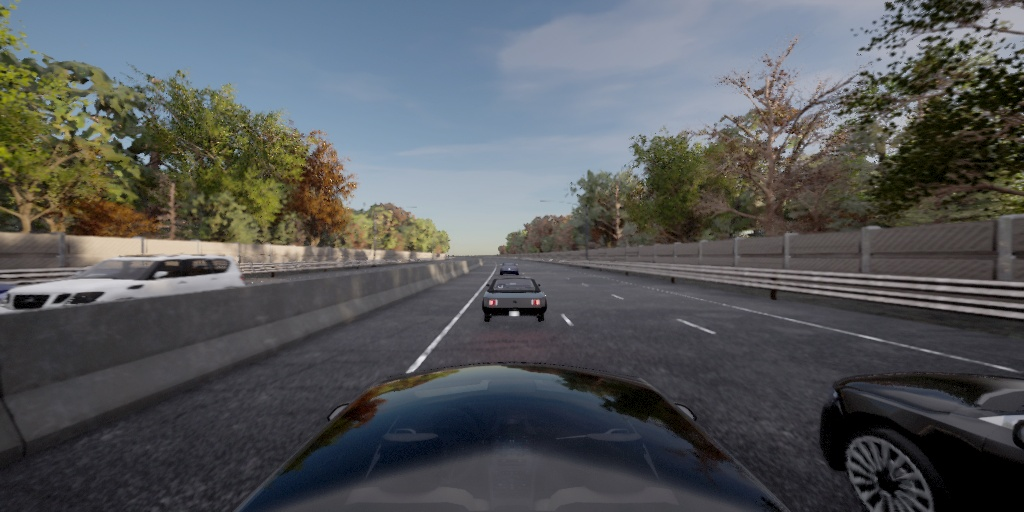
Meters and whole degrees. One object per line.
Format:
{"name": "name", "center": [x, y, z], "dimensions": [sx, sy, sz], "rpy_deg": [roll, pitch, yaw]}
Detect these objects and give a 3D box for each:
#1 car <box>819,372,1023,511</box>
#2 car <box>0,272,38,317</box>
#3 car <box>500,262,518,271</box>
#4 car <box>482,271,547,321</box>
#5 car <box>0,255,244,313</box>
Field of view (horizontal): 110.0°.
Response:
{"name": "car", "center": [3.592, 1.240, 1.109], "dimensions": [2.128, 1.511, 4.902], "rpy_deg": [0, 0, 0]}
{"name": "car", "center": [-17.632, 1.282, 10.332], "dimensions": [1.812, 1.442, 4.674], "rpy_deg": [0, 0, 0]}
{"name": "car", "center": [-0.317, 1.328, 39.183], "dimensions": [1.994, 1.385, 4.181], "rpy_deg": [0, 0, -1]}
{"name": "car", "center": [0.057, 1.355, 12.421], "dimensions": [1.895, 1.301, 4.718], "rpy_deg": [0, 0, 0]}
{"name": "car", "center": [-10.632, 0.977, 10.546], "dimensions": [2.150, 2.045, 5.566], "rpy_deg": [0, 0, 0]}
